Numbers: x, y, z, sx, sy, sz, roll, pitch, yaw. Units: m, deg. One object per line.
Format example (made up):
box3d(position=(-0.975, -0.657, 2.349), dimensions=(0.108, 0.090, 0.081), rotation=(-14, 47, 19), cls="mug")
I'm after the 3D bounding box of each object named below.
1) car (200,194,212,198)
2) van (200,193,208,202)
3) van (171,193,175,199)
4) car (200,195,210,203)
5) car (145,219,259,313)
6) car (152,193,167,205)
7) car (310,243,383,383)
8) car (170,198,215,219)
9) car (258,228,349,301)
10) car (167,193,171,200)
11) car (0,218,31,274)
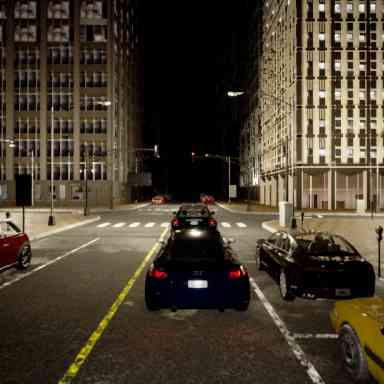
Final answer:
box3d(position=(2.758, 1.383, 57.361), dimensions=(1.967, 1.590, 4.097), rotation=(0, 0, 0), cls="car")
box3d(position=(2.655, 1.244, 74.414), dimensions=(1.690, 1.788, 3.998), rotation=(0, 0, 0), cls="van")
box3d(position=(-5.729, 1.230, 80.099), dimensions=(1.690, 1.788, 3.998), rotation=(0, 0, 0), cls="van")
box3d(position=(2.657, 1.357, 68.729), dimensions=(1.967, 1.590, 4.097), rotation=(0, 0, 0), cls="car")
box3d(position=(0.098, 1.562, 7.757), dimensions=(1.994, 1.385, 4.181), rotation=(0, 0, 0), cls="car")
box3d(position=(-5.813, 1.383, 57.358), dimensions=(1.967, 1.590, 4.097), rotation=(0, 0, 0), cls="car")
box3d(position=(2.690, 1.525, 2.603), dimensions=(1.752, 1.417, 4.829), rotation=(0, 0, 0), cls="car")
box3d(position=(0.090, 1.345, 16.390), dimensions=(2.097, 1.767, 4.553), rotation=(0, 0, 0), cls="car")
box3d(position=(2.687, 1.549, 8.101), dimensions=(2.008, 1.369, 4.403), rotation=(0, 0, 0), cls="car")
box3d(position=(-5.749, 1.246, 63.043), dimensions=(2.192, 1.841, 5.009), rotation=(0, 0, 0), cls="car")
box3d(position=(-5.693, 1.438, 8.095), dimensions=(1.967, 1.590, 4.097), rotation=(0, 0, 0), cls="car")
